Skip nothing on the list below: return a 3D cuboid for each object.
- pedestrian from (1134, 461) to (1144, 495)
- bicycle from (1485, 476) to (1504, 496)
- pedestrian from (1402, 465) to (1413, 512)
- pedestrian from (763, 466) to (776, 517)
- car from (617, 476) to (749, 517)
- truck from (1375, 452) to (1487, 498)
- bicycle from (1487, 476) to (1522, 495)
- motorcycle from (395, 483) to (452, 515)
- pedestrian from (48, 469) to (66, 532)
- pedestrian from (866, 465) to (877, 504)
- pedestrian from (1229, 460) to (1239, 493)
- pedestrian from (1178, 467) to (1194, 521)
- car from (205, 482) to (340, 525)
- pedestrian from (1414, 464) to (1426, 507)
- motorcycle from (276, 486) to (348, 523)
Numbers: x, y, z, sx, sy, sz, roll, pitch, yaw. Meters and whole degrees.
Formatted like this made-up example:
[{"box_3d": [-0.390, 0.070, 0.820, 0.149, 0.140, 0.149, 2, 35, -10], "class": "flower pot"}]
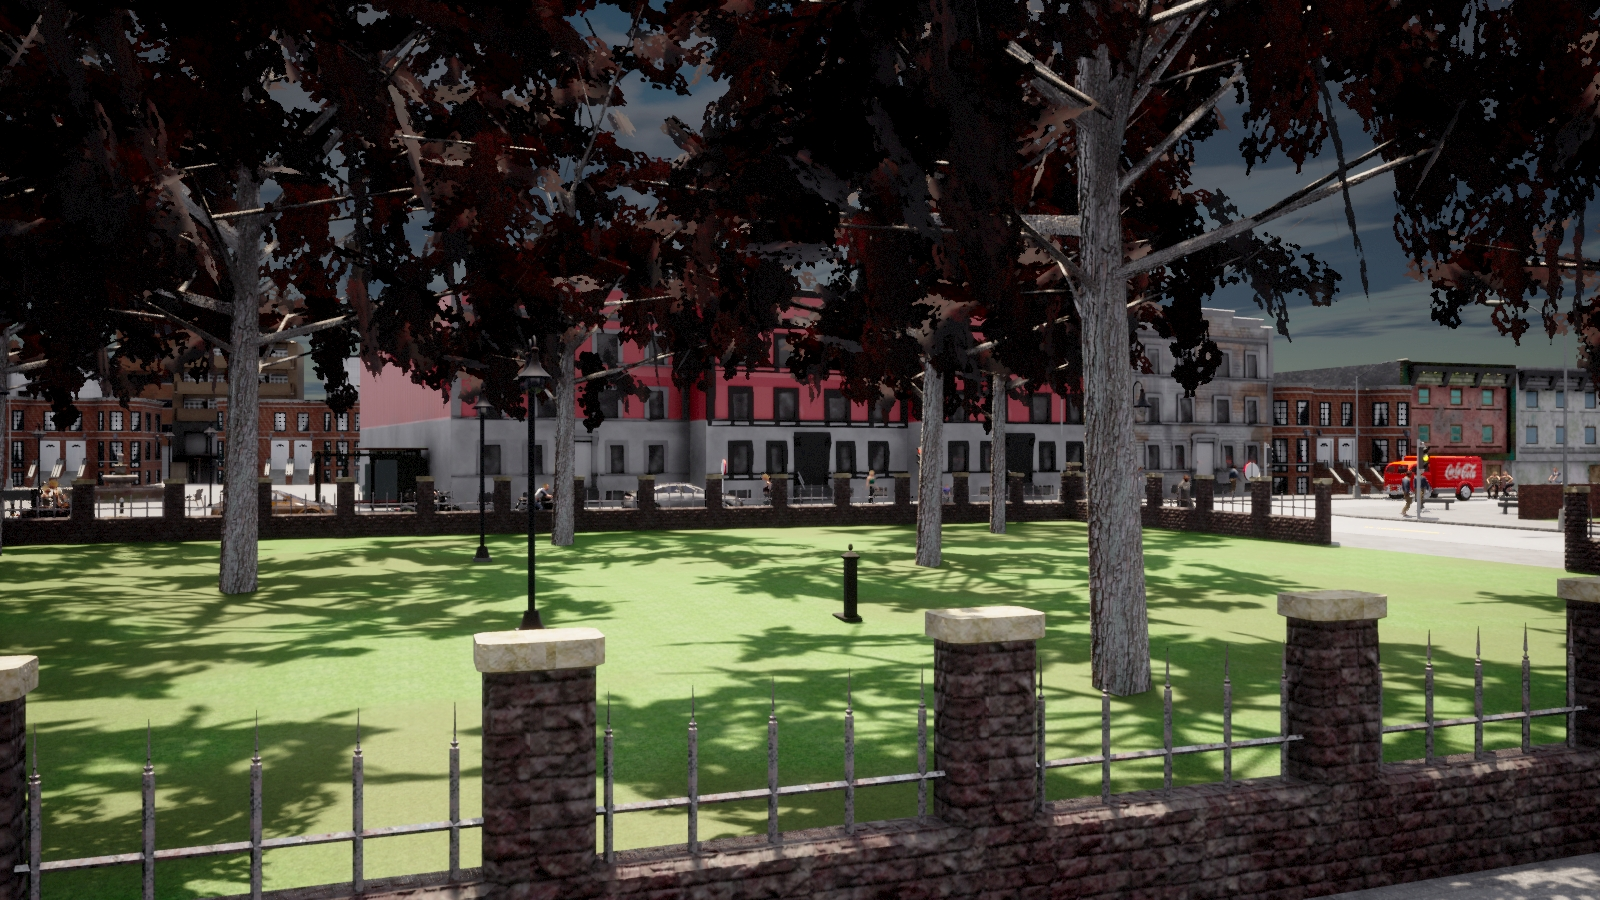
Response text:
[{"box_3d": [18.771, 1.524, 63.222, 0.375, 1.860, 0.375, 0, 0, -17], "class": "pedestrian"}, {"box_3d": [39.299, 2.036, 64.656, 0.859, 1.080, 1.487, 0, 0, 35], "class": "bicycle"}, {"box_3d": [24.253, 1.518, 45.639, 0.375, 1.860, 0.375, 0, 0, 31], "class": "pedestrian"}, {"box_3d": [-1.132, 1.525, 41.864, 0.375, 1.860, 0.375, 0, 0, -19], "class": "pedestrian"}, {"box_3d": [-4.677, 1.827, 45.707, 4.902, 1.511, 2.128, 0, 0, -19], "class": "car"}, {"box_3d": [35.004, 1.348, 63.458, 5.204, 2.467, 2.627, 0, 0, -19], "class": "truck"}, {"box_3d": [40.458, 2.036, 65.608, 1.487, 1.080, 0.859, 0, 0, 1], "class": "bicycle"}, {"box_3d": [-15.265, 1.985, 46.331, 2.209, 1.251, 0.867, 0, 0, -19], "class": "motorcycle"}, {"box_3d": [-22.454, 1.523, 34.550, 0.375, 1.860, 0.375, 0, 0, -18], "class": "pedestrian"}, {"box_3d": [3.380, 1.628, 54.356, 0.375, 1.860, 0.375, 0, 0, -30], "class": "pedestrian"}, {"box_3d": [24.773, 1.523, 65.259, 0.375, 1.860, 0.375, 0, 0, -19], "class": "pedestrian"}, {"box_3d": [13.448, 1.525, 39.841, 0.375, 1.860, 0.375, 0, 0, -20], "class": "pedestrian"}, {"box_3d": [-18.776, 1.899, 40.895, 4.181, 1.385, 1.994, 0, 0, -18], "class": "car"}, {"box_3d": [26.640, 1.517, 49.101, 0.375, 1.860, 0.375, 0, 0, 12], "class": "pedestrian"}, {"box_3d": [-17.611, 1.950, 41.298, 2.356, 1.277, 0.764, 0, 0, -19], "class": "motorcycle"}]
